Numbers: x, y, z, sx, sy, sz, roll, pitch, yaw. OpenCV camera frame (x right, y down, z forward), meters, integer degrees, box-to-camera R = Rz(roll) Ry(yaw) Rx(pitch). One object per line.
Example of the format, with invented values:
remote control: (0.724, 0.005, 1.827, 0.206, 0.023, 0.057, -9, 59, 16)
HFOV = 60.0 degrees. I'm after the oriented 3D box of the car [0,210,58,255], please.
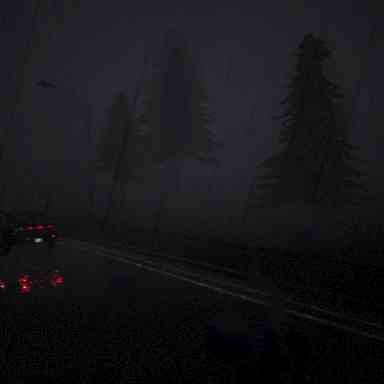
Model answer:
car: (-7.155, 1.495, 13.418, 4.902, 1.511, 2.128, 0, 1, 44)
